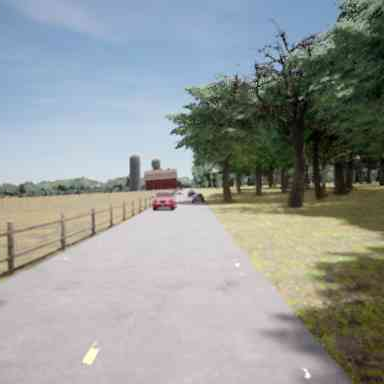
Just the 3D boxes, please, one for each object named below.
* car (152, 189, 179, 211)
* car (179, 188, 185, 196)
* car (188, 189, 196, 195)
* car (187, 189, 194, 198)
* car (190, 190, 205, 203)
[{"bbox_3d":[-2.856,0.869,35.183,2.150,2.045,5.566,0,1,0],"label":"car"},{"bbox_3d":[-2.768,-0.009,75.855,2.097,1.767,4.553,0,1,0],"label":"car"},{"bbox_3d":[-0.021,0.016,85.215,1.812,1.442,4.674,0,2,0],"label":"car"},{"bbox_3d":[-0.017,0.371,69.814,1.837,1.490,4.892,0,1,0],"label":"car"},{"bbox_3d":[0.950,0.876,50.639,1.812,1.442,4.674,0,1,0],"label":"car"}]
